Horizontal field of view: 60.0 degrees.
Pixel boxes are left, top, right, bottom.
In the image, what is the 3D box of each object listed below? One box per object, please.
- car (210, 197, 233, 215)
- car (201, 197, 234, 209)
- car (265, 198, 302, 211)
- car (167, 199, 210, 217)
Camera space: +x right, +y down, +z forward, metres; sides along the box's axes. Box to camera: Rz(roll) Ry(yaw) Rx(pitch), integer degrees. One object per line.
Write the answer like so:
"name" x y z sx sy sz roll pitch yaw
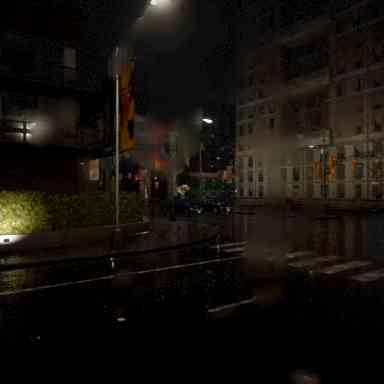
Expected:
"car" 2.121 1.491 34.198 2.128 1.511 4.902 0 0 -35
"car" 3.502 1.478 46.444 1.882 1.535 5.008 0 0 -35
"car" 11.328 1.504 41.400 1.837 1.490 4.892 0 0 -35
"car" -0.670 1.526 32.081 1.812 1.442 4.674 0 0 -35
